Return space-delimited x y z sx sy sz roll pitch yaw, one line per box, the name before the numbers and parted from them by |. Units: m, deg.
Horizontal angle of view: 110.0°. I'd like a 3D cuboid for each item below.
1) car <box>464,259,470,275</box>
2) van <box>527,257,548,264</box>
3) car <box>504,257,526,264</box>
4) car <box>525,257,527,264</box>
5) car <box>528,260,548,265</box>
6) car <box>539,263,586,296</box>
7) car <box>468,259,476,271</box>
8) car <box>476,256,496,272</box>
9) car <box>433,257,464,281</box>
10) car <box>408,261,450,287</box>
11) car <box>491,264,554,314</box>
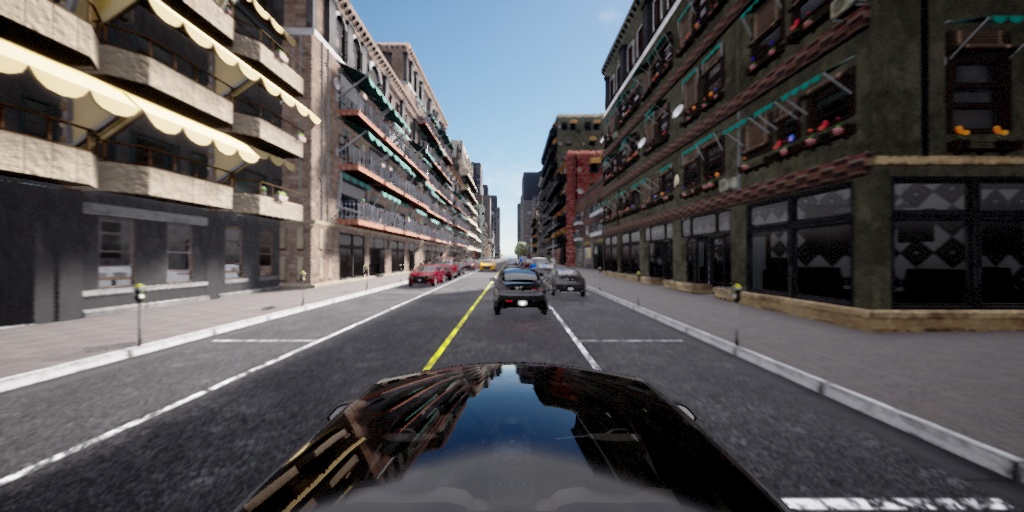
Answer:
car | -5.688 1.253 35.618 1.948 1.339 4.313 0 0 0
van | 2.692 1.027 35.617 1.690 1.789 3.998 0 0 0
car | 0.103 1.173 39.578 2.128 1.511 4.902 0 0 0
car | 2.693 1.215 52.611 1.888 1.381 4.507 0 0 0
car | 2.692 1.245 29.954 2.007 1.370 4.403 0 0 0
car | 2.692 1.265 18.624 2.007 1.370 4.403 0 0 0
car | -5.688 1.114 46.947 1.967 1.591 4.097 0 0 0
car | -3.029 1.153 45.393 1.882 1.535 5.008 0 0 1
car | -5.688 1.009 29.956 2.192 1.841 5.009 0 0 0
car | -5.688 1.249 24.290 1.888 1.381 4.507 0 0 0
car | 0.230 1.229 13.713 1.837 1.490 4.892 0 0 -3
